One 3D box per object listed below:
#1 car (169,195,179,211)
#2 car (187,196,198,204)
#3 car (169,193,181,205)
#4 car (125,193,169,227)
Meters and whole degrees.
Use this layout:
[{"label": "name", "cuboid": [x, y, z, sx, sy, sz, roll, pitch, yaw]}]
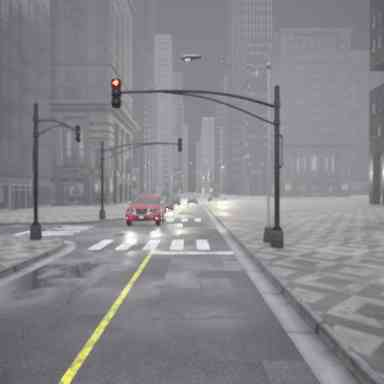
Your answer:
[{"label": "car", "cuboid": [-3.052, 1.406, 39.180, 2.128, 1.511, 4.902, 0, 0, 0]}, {"label": "car", "cuboid": [0.063, 1.429, 58.098, 2.033, 1.411, 5.357, 0, 0, 0]}, {"label": "car", "cuboid": [-2.999, 1.111, 53.266, 2.150, 2.045, 5.566, 0, 0, 1]}, {"label": "car", "cuboid": [-3.081, 1.177, 22.988, 2.150, 2.045, 5.566, 0, 0, 0]}]
